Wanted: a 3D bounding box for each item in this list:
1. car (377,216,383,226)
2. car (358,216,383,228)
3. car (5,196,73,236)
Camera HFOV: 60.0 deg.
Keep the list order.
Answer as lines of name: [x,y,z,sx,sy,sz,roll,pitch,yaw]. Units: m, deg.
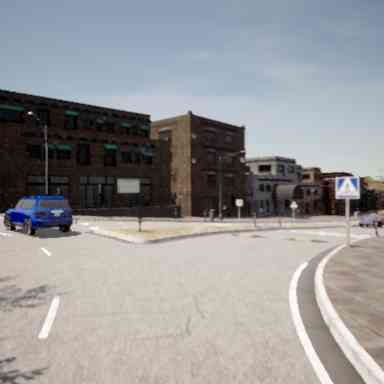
car: [29.311,4.371,49.890,1.812,1.442,4.674,0,-4,40]
car: [22.536,3.763,41.947,2.033,1.411,5.357,0,-4,40]
car: [-8.914,1.279,19.235,2.150,2.045,5.566,0,0,-45]
